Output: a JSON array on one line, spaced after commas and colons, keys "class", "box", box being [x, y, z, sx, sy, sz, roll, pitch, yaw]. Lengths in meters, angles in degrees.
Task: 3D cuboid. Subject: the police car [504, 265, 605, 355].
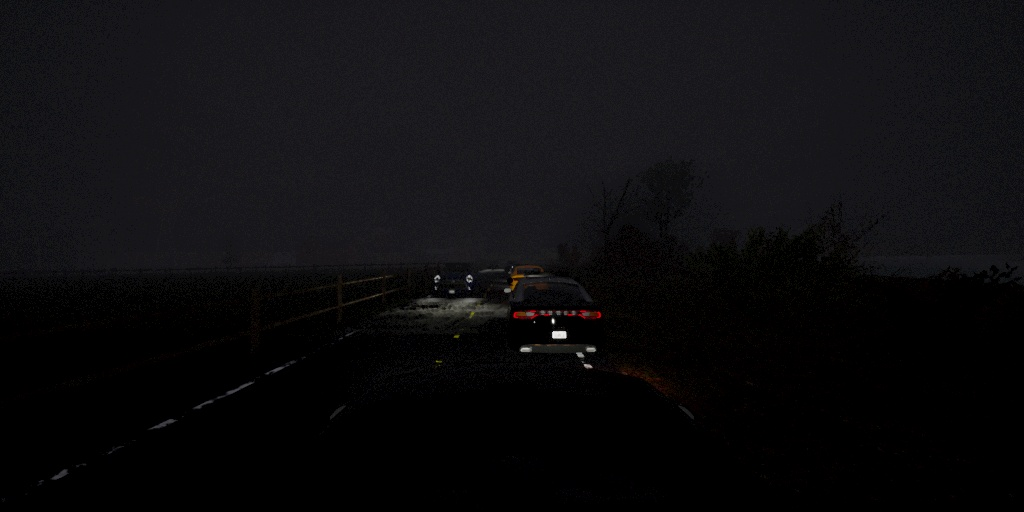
[{"class": "police car", "box": [0.828, 1.174, 8.853, 1.930, 1.638, 5.238, 0, 0, 0]}]

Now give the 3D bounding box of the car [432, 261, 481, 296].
[{"class": "car", "box": [-2.845, 1.102, 19.233, 2.097, 1.767, 4.553, 0, 0, 0]}]

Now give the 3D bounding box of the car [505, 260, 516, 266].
[{"class": "car", "box": [0.064, 1.335, 46.642, 1.994, 1.385, 4.181, 0, 0, 0]}]

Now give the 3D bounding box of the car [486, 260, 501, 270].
[{"class": "car", "box": [-2.729, 1.287, 53.647, 1.837, 1.490, 4.892, 0, 0, 0]}]

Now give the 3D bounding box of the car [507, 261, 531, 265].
[{"class": "car", "box": [0.832, 1.228, 18.743, 1.882, 1.535, 5.008, 0, 0, 0]}]
